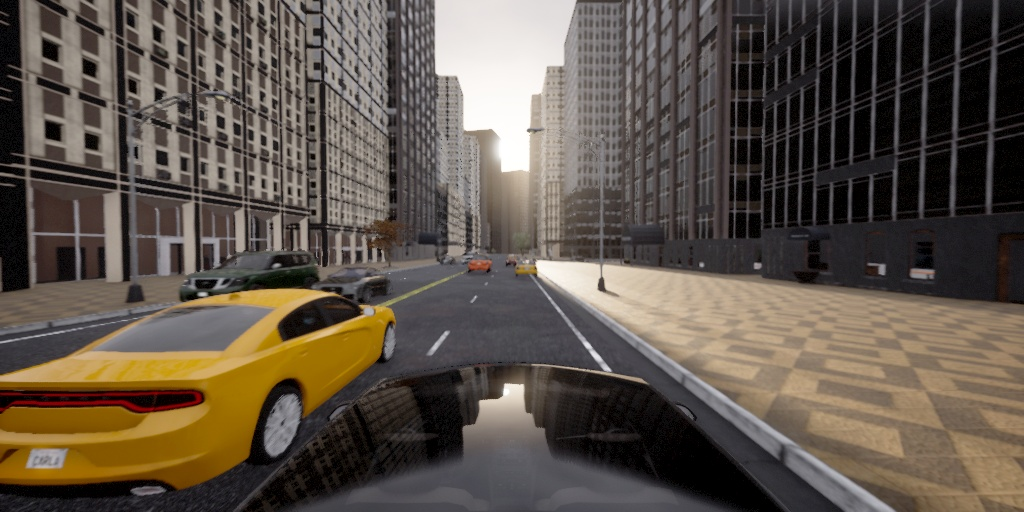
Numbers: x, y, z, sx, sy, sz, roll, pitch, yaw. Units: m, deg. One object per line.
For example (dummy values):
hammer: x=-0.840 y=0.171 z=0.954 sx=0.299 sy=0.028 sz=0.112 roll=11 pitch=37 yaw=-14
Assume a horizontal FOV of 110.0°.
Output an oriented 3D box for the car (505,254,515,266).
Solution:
car: x=0.041 y=0.786 z=50.671 sx=1.895 sy=1.301 sz=4.718 roll=0 pitch=1 yaw=0

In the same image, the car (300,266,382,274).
car: x=-6.590 y=1.160 z=15.104 sx=1.994 sy=1.385 sz=4.181 roll=0 pitch=1 yaw=0

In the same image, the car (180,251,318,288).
car: x=-9.845 y=0.827 z=14.177 sx=2.150 sy=2.045 sz=5.566 roll=0 pitch=1 yaw=0

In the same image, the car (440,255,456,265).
car: x=-9.783 y=0.629 z=54.865 sx=2.128 sy=1.511 sz=4.902 roll=0 pitch=1 yaw=1

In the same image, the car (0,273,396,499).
car: x=-3.149 y=1.191 z=4.902 sx=1.882 sy=1.535 sz=5.008 roll=0 pitch=1 yaw=0

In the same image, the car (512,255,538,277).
car: x=1.150 y=0.881 z=29.742 sx=1.801 sy=1.575 sz=5.366 roll=0 pitch=1 yaw=0

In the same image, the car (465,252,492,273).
car: x=-3.137 y=0.703 z=36.313 sx=2.097 sy=1.767 sz=4.553 roll=0 pitch=1 yaw=0

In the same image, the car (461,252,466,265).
car: x=-6.527 y=0.343 z=56.226 sx=2.150 sy=2.045 sz=5.566 roll=0 pitch=1 yaw=1
